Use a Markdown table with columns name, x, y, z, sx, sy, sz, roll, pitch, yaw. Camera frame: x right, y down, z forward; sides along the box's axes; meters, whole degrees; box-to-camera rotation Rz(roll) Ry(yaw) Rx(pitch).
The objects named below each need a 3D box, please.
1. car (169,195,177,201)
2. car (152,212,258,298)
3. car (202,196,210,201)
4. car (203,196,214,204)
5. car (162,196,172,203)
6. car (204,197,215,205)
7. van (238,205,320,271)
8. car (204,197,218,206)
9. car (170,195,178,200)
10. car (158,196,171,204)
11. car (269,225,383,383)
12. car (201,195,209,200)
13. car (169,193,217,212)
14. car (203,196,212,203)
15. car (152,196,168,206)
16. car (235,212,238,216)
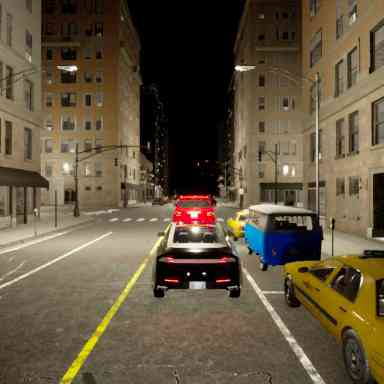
| name | x | y | z | sx | sy | sz | roll | pitch | yaw |
| --- | --- | --- | --- | --- | --- | --- | --- | --- | --- |
| car | -5.043 | 1.525 | 87.035 | 1.752 | 1.417 | 4.829 | 1 | 0 | 1 |
| car | 0.105 | 1.493 | 8.513 | 2.128 | 1.511 | 4.902 | 0 | 0 | 0 |
| car | 3.408 | 1.566 | 81.572 | 1.947 | 1.339 | 4.313 | 1 | 0 | 1 |
| car | 3.183 | 1.554 | 64.981 | 2.008 | 1.369 | 4.403 | 1 | 0 | 1 |
| car | -5.266 | 1.548 | 70.619 | 1.887 | 1.381 | 4.507 | 1 | 0 | 1 |
| car | 3.108 | 1.548 | 59.451 | 1.887 | 1.381 | 4.507 | 1 | 0 | 1 |
| van | 2.686 | 1.343 | 10.584 | 1.690 | 1.788 | 3.998 | 1 | 0 | 0 |
| car | 3.033 | 1.570 | 53.921 | 1.947 | 1.339 | 4.313 | 1 | 0 | 1 |
| car | -4.966 | 1.564 | 92.734 | 1.947 | 1.339 | 4.313 | 1 | 0 | 1 |
| car | -5.342 | 1.555 | 65.090 | 2.008 | 1.369 | 4.403 | 1 | 0 | 1 |
| car | 2.680 | 1.526 | 5.080 | 1.752 | 1.417 | 4.829 | 1 | 0 | 0 |
| car | 3.558 | 1.548 | 92.632 | 2.008 | 1.369 | 4.403 | 1 | 0 | 1 |
| car | 0.115 | 1.225 | 18.699 | 2.150 | 2.045 | 5.566 | 0 | 0 | 0 |
| car | 3.258 | 1.547 | 70.511 | 1.887 | 1.381 | 4.507 | 1 | 0 | 1 |
| car | -5.492 | 1.587 | 54.032 | 1.802 | 1.307 | 4.206 | 1 | 0 | 1 |
| car | 2.689 | 1.528 | 16.427 | 1.752 | 1.417 | 4.829 | 1 | 0 | 0 |
